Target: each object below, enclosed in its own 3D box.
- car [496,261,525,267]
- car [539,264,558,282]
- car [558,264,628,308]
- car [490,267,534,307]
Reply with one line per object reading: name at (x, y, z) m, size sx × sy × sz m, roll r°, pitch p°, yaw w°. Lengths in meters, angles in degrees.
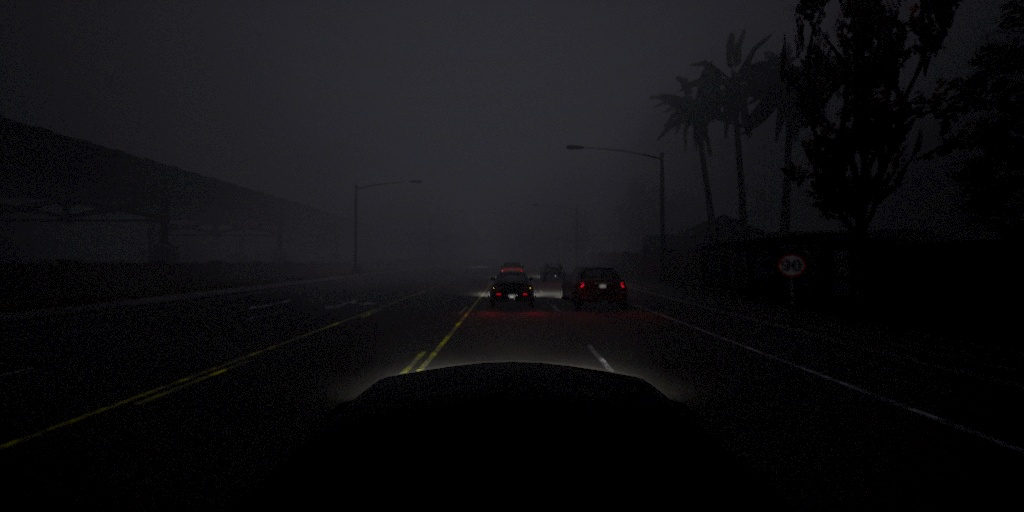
car at (0.008, 1.252, 30.940) m, size 2.097 × 1.767 × 4.553 m, roll 0°, pitch 0°, yaw 0°
car at (3.510, 1.390, 31.154) m, size 2.128 × 1.511 × 4.902 m, roll 0°, pitch 0°, yaw 0°
car at (3.504, 1.212, 15.944) m, size 2.097 × 1.767 × 4.553 m, roll 0°, pitch -1°, yaw 0°
car at (0.007, 1.394, 16.252) m, size 1.812 × 1.442 × 4.674 m, roll 0°, pitch 0°, yaw 0°
